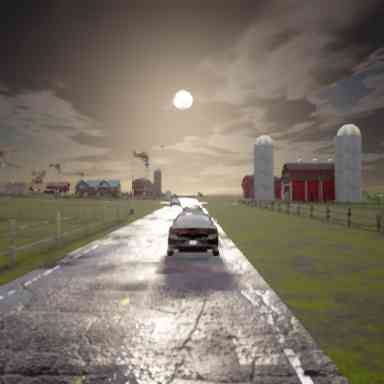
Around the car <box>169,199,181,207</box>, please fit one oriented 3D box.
[{"bbox_3d":[-2.793,1.856,56.711,1.812,1.442,4.674,0,0,0],"label":"car"}]

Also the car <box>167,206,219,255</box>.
[{"bbox_3d":[0.058,1.556,13.698,1.882,1.535,5.008,0,0,1],"label":"car"}]

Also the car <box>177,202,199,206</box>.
[{"bbox_3d":[0.053,1.724,27.675,1.994,1.385,4.181,0,0,0],"label":"car"}]
